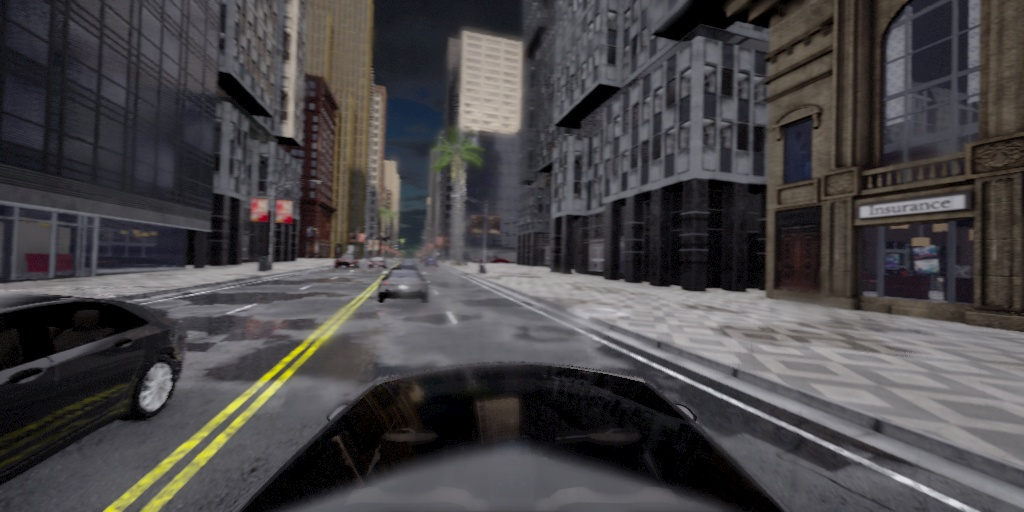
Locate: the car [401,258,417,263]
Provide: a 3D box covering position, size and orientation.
[{"bbox_3d":[-12.964,0.933,45.015,1.994,1.385,4.181,2,0,-16],"label":"car"}]

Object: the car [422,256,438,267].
[{"bbox_3d":[-12.455,0.949,55.177,1.812,1.442,4.674,2,0,-16],"label":"car"}]

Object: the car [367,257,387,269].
[{"bbox_3d":[-15.657,0.797,41.925,1.812,1.442,4.674,2,0,-16],"label":"car"}]

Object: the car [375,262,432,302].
[{"bbox_3d":[-4.695,1.157,15.698,1.994,1.385,4.181,2,0,-16],"label":"car"}]

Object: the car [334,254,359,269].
[{"bbox_3d":[-18.633,0.520,40.556,2.097,1.767,4.553,2,0,-16],"label":"car"}]

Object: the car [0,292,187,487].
[{"bbox_3d":[-4.566,1.100,2.552,1.837,1.490,4.892,2,0,-16],"label":"car"}]
